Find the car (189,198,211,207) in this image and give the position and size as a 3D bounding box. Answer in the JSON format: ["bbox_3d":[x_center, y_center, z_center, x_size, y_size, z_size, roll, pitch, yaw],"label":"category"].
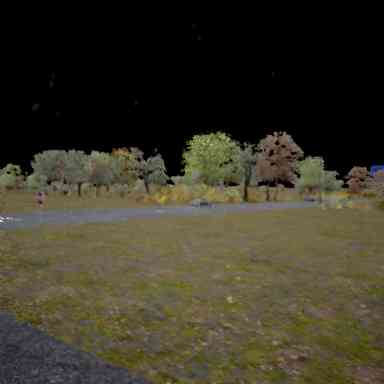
[{"bbox_3d":[1.365,1.808,55.425,1.837,1.490,4.892,1,2,36],"label":"car"}]
